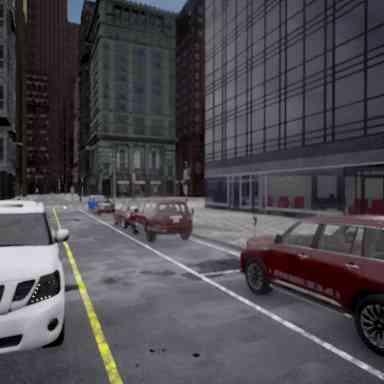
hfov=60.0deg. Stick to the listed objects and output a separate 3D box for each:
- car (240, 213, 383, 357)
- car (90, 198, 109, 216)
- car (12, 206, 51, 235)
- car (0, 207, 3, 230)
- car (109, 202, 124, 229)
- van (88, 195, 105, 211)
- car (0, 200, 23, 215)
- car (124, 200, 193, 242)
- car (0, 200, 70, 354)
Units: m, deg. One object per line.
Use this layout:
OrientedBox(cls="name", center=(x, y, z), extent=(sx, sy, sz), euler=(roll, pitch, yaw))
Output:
OrientedBox(cls="car", center=(2.875, 1.313, 6.169), extent=(2.192, 1.841, 5.009), euler=(0, 0, -24))
OrientedBox(cls="car", center=(-8.397, 1.549, 32.067), extent=(1.802, 1.307, 4.206), euler=(0, 0, -24))
OrientedBox(cls="car", center=(-9.530, 1.583, 20.009), extent=(1.895, 1.301, 4.718), euler=(0, 0, -23))
OrientedBox(cls="car", center=(-11.703, 1.564, 18.303), extent=(1.802, 1.307, 4.206), euler=(0, 0, -24))
OrientedBox(cls="car", center=(-3.888, 1.423, 21.707), extent=(1.967, 1.590, 4.097), euler=(0, 0, -24))
OrientedBox(cls="van", center=(-10.652, 1.297, 37.245), extent=(1.690, 1.788, 3.998), euler=(0, 0, -24))
OrientedBox(cls="car", center=(-18.468, 1.521, 33.842), extent=(1.947, 1.339, 4.313), euler=(0, 0, -24))
OrientedBox(cls="car", center=(-1.634, 1.305, 16.528), extent=(2.192, 1.841, 5.009), euler=(0, 0, -24))
OrientedBox(cls="car", center=(-3.601, 1.218, 6.140), extent=(2.150, 2.045, 5.566), euler=(0, 0, -24))
